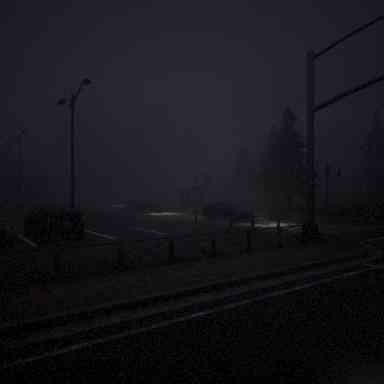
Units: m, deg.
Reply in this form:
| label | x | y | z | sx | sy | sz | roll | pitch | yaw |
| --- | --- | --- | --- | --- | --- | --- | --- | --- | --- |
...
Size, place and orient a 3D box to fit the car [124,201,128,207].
| label | x | y | z | sx | sy | sz | roll | pitch | yaw |
| --- | --- | --- | --- | --- | --- | --- | --- | --- | --- |
| car | -7.968 | 1.601 | 47.316 | 1.895 | 1.301 | 4.718 | 0 | 0 | -36 |

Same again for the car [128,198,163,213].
| label | x | y | z | sx | sy | sz | roll | pitch | yaw |
| --- | --- | --- | --- | --- | --- | --- | --- | --- | --- |
| car | -5.021 | 1.504 | 37.242 | 1.837 | 1.490 | 4.892 | 0 | 0 | -36 |

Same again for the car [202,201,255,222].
| label | x | y | z | sx | sy | sz | roll | pitch | yaw |
| --- | --- | --- | --- | --- | --- | --- | --- | --- | --- |
| car | 2.859 | 1.478 | 26.529 | 1.882 | 1.535 | 5.008 | 0 | 0 | -36 |

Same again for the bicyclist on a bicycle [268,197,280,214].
| label | x | y | z | sx | sy | sz | roll | pitch | yaw |
| --- | --- | --- | --- | --- | --- | --- | --- | --- | --- |
| bicyclist on a bicycle | 7.949 | 1.301 | 32.232 | 1.656 | 1.620 | 0.582 | 0 | 0 | -36 |

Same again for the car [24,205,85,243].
| label | x | y | z | sx | sy | sz | roll | pitch | yaw |
| --- | --- | --- | --- | --- | --- | --- | --- | --- | --- |
| car | -6.383 | 1.340 | 15.298 | 2.007 | 1.523 | 4.514 | 0 | 0 | -36 |

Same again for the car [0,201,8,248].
| label | x | y | z | sx | sy | sz | roll | pitch | yaw |
| --- | --- | --- | --- | --- | --- | --- | --- | --- | --- |
| car | -8.895 | 1.331 | 13.418 | 2.152 | 1.636 | 5.027 | 0 | 0 | -36 |
